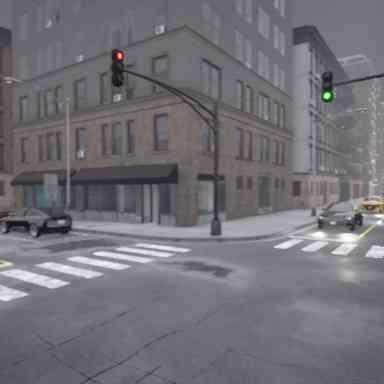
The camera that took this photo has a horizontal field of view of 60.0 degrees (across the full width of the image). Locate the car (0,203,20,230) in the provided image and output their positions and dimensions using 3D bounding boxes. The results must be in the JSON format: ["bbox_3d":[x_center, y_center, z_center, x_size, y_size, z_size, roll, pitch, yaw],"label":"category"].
[{"bbox_3d":[-12.249,1.373,19.588,4.507,1.381,1.887,0,1,35],"label":"car"}]

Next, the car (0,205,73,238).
[{"bbox_3d":[-7.711,1.413,16.461,4.313,1.339,1.947,0,1,35],"label":"car"}]

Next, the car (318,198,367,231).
[{"bbox_3d":[8.743,1.325,19.405,1.812,1.442,4.674,0,1,35],"label":"car"}]

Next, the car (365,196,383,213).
[{"bbox_3d":[17.519,1.139,32.171,1.882,1.535,5.008,0,0,35],"label":"car"}]
